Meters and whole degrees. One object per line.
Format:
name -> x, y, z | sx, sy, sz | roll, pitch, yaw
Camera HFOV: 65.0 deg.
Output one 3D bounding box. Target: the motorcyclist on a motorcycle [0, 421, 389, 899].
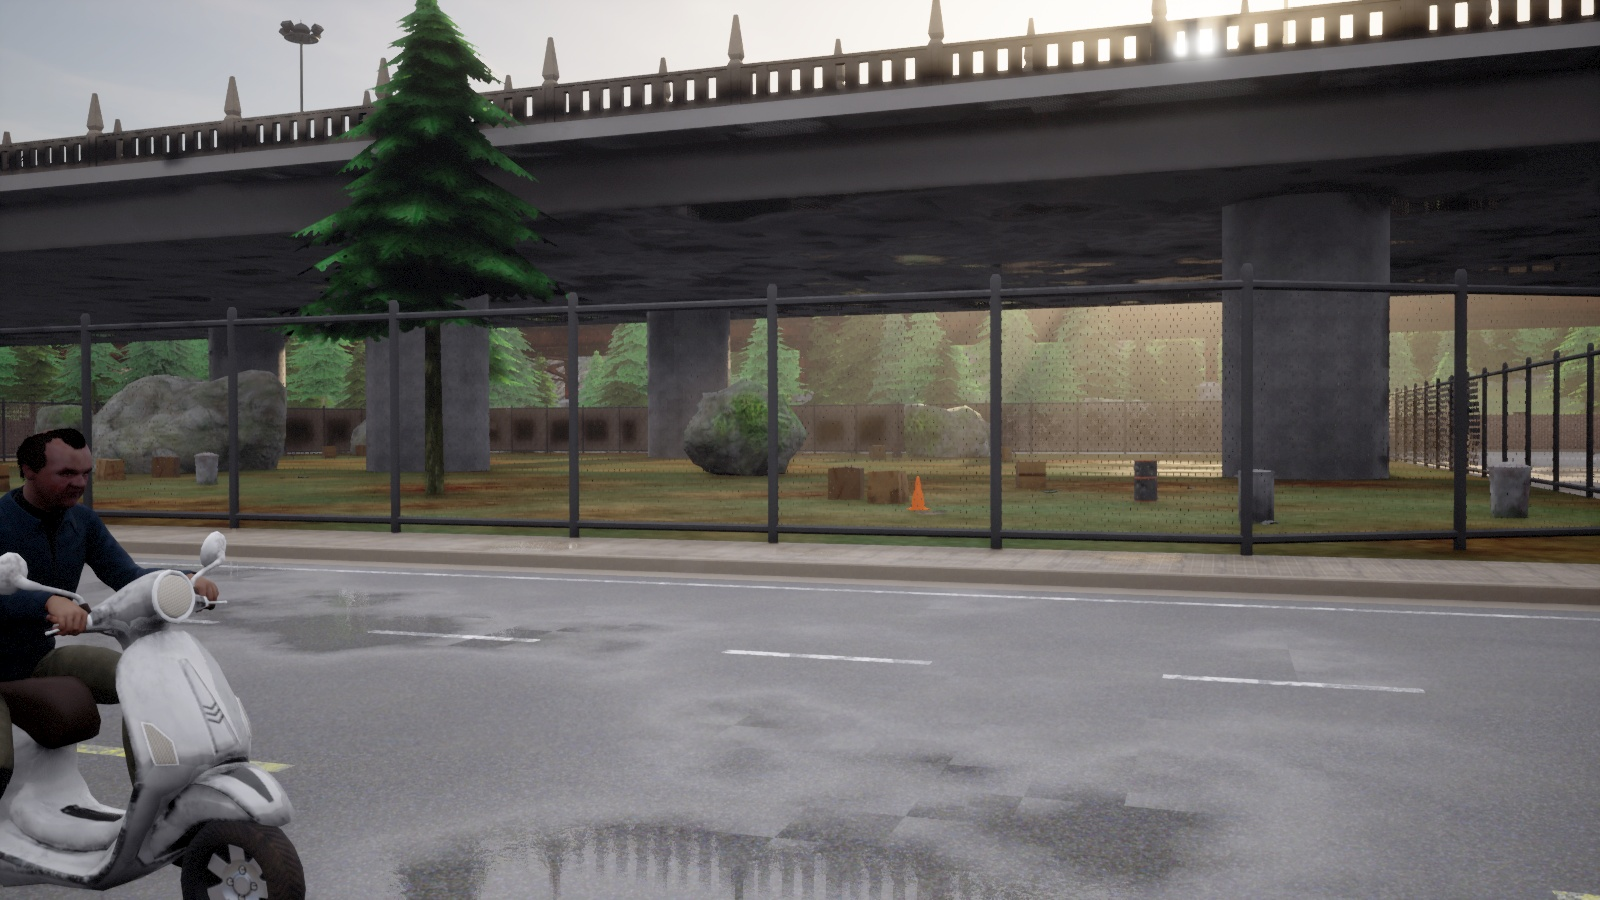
motorcyclist on a motorcycle -> -2.341, 0.707, 3.980 | 1.817, 1.590, 0.866 | 1, 1, 19
